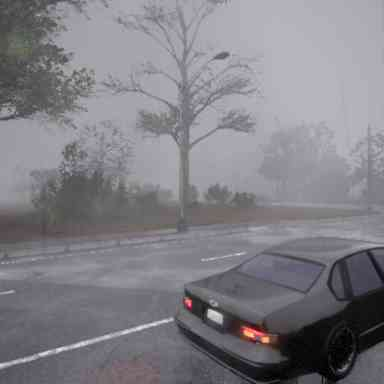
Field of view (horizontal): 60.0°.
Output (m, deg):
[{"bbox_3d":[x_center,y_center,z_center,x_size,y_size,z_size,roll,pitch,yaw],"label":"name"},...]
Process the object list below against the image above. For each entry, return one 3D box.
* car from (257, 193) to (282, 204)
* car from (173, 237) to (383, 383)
[{"bbox_3d":[11.518,0.967,50.357,1.837,1.490,4.892,-1,0,-26],"label":"car"},{"bbox_3d":[2.330,1.473,5.344,5.357,1.411,2.033,-1,1,-35],"label":"car"}]
